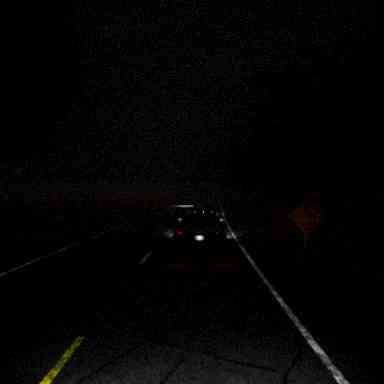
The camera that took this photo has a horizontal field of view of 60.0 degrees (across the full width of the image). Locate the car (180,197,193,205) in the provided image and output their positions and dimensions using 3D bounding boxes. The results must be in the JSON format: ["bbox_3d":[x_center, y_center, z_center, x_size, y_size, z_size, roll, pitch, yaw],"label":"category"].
[{"bbox_3d":[-0.770,1.424,53.645,1.994,1.385,4.181,0,0,4],"label":"car"}]

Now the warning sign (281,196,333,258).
[{"bbox_3d":[3.744,1.104,10.941,1.300,1.860,1.060,2,2,2],"label":"warning sign"}]

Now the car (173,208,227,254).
[{"bbox_3d":[0.345,1.542,13.414,1.994,1.385,4.181,0,0,2],"label":"car"}]

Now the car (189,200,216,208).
[{"bbox_3d":[1.036,1.547,27.559,1.895,1.301,4.718,0,0,4],"label":"car"}]
